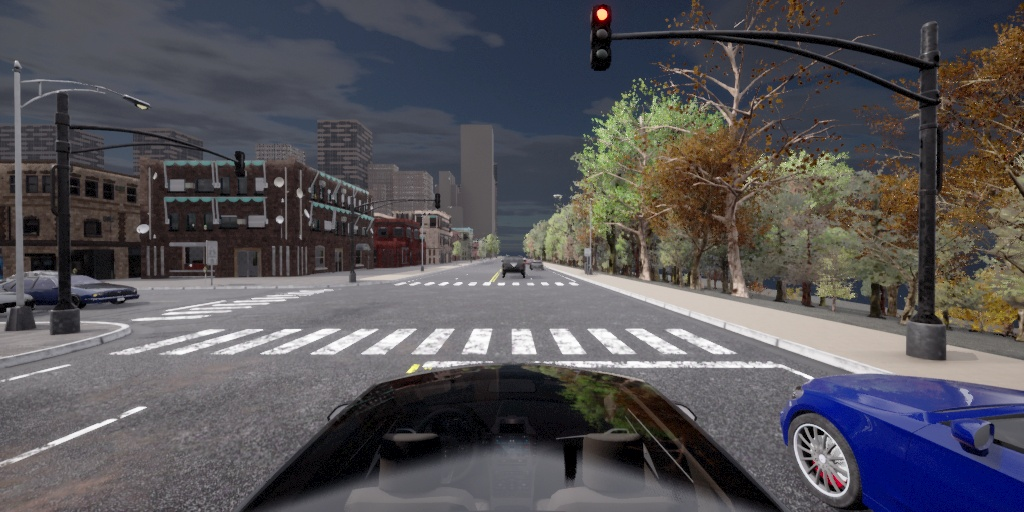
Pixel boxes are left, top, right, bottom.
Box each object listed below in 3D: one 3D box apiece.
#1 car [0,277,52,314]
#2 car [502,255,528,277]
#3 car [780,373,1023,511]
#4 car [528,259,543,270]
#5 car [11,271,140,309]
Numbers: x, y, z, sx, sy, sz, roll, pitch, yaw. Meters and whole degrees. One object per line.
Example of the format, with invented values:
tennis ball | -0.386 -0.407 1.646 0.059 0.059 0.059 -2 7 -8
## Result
car | -19.926 1.565 12.792 4.313 1.339 1.948 0 0 0
car | 0.164 0.960 35.120 2.150 2.045 5.566 0 0 0
car | 3.346 1.276 1.351 1.812 1.442 4.674 0 0 2
car | 3.445 1.223 51.417 2.128 1.511 4.902 0 0 0
car | -19.552 1.515 15.496 5.357 1.411 2.033 -1 1 0
